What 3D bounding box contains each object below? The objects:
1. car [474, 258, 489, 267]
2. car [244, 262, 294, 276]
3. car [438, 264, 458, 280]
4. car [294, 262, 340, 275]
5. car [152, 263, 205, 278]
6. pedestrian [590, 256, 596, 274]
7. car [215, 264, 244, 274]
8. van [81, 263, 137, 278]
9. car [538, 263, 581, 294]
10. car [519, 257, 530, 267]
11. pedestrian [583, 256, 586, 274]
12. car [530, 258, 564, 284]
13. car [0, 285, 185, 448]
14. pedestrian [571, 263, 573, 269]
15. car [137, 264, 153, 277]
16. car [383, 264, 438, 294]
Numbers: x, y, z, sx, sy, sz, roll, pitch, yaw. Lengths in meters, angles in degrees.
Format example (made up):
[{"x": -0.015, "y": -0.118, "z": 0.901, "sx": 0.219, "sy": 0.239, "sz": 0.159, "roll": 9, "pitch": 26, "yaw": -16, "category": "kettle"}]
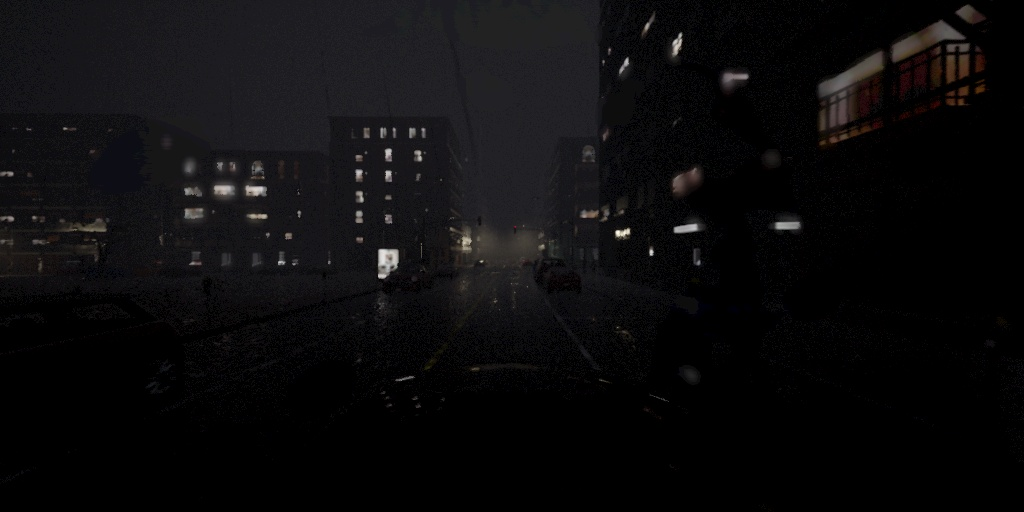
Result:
[{"x": -5.673, "y": 1.286, "z": 63.448, "sx": 1.948, "sy": 1.339, "sz": 4.313, "roll": 0, "pitch": 0, "yaw": 0, "category": "car"}, {"x": -27.950, "y": 1.696, "z": 41.778, "sx": 4.403, "sy": 1.370, "sz": 2.007, "roll": 0, "pitch": 0, "yaw": 0, "category": "car"}, {"x": -5.683, "y": 1.312, "z": 31.043, "sx": 1.802, "sy": 1.307, "sz": 4.207, "roll": 0, "pitch": 0, "yaw": 0, "category": "car"}, {"x": -22.381, "y": 1.614, "z": 41.816, "sx": 4.403, "sy": 1.370, "sz": 2.007, "roll": 0, "pitch": 0, "yaw": 0, "category": "car"}, {"x": -38.380, "y": 1.843, "z": 41.752, "sx": 4.507, "sy": 1.381, "sz": 1.888, "roll": 0, "pitch": 0, "yaw": 0, "category": "car"}, {"x": 8.146, "y": 0.893, "z": 36.194, "sx": 0.375, "sy": 1.860, "sz": 0.375, "roll": 0, "pitch": 0, "yaw": 0, "category": "pedestrian"}, {"x": -39.149, "y": 1.821, "z": 50.290, "sx": 4.207, "sy": 1.307, "sz": 1.802, "roll": 0, "pitch": 0, "yaw": 0, "category": "car"}, {"x": -46.840, "y": 1.763, "z": 41.750, "sx": 3.998, "sy": 1.789, "sz": 1.690, "roll": 0, "pitch": 0, "yaw": 0, "category": "van"}, {"x": 2.695, "y": 1.281, "z": 19.983, "sx": 1.888, "sy": 1.381, "sz": 4.507, "roll": 0, "pitch": 0, "yaw": 0, "category": "car"}, {"x": 2.708, "y": 1.301, "z": 63.433, "sx": 1.802, "sy": 1.307, "sz": 4.207, "roll": 0, "pitch": 0, "yaw": 0, "category": "car"}, {"x": 7.146, "y": 0.877, "z": 35.595, "sx": 0.375, "sy": 1.860, "sz": 0.375, "roll": 0, "pitch": 0, "yaw": 0, "category": "pedestrian"}, {"x": 2.697, "y": 1.048, "z": 25.511, "sx": 2.192, "sy": 1.841, "sz": 5.009, "roll": 0, "pitch": 0, "yaw": 0, "category": "car"}, {"x": -5.691, "y": 1.189, "z": 3.405, "sx": 1.967, "sy": 1.591, "sz": 4.097, "roll": 0, "pitch": 0, "yaw": 0, "category": "car"}, {"x": 6.146, "y": 0.873, "z": 36.795, "sx": 0.375, "sy": 1.860, "sz": 0.375, "roll": 0, "pitch": 0, "yaw": 0, "category": "pedestrian"}, {"x": -44.855, "y": 1.847, "z": 44.433, "sx": 5.008, "sy": 1.535, "sz": 1.882, "roll": -1, "pitch": 0, "yaw": 0, "category": "car"}, {"x": -5.686, "y": 1.176, "z": 19.987, "sx": 1.967, "sy": 1.591, "sz": 4.097, "roll": 0, "pitch": 0, "yaw": 0, "category": "car"}]
